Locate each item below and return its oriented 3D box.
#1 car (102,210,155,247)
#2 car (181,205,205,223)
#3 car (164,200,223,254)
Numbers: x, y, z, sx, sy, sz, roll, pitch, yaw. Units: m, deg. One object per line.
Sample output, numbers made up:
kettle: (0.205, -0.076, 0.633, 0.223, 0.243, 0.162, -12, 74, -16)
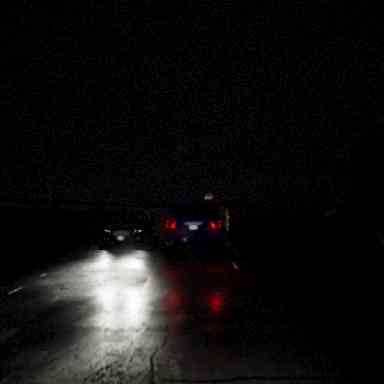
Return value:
car: (-2.866, 1.609, 15.805, 2.128, 1.511, 4.902, 0, 0, 0)
car: (0.055, 1.821, 28.622, 1.895, 1.301, 4.718, 0, 0, 0)
car: (0.071, 1.326, 14.118, 2.150, 2.045, 5.566, 0, 0, 0)
